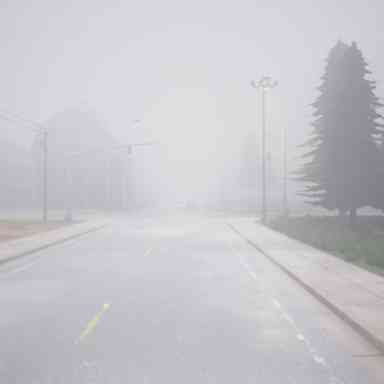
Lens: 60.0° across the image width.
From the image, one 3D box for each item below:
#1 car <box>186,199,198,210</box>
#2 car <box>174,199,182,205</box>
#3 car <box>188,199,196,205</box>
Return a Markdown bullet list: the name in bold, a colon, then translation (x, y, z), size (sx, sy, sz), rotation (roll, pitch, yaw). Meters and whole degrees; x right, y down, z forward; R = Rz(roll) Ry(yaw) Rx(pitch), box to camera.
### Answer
- **car**: translation (-0.008, 2.094, 53.519), size (2.128, 1.511, 4.902), rotation (0, -1, 0)
- **car**: translation (-3.512, 2.531, 84.905), size (1.895, 1.301, 4.718), rotation (0, -1, 0)
- **car**: translation (-0.011, 2.298, 78.984), size (2.033, 1.411, 5.357), rotation (0, -1, 0)
